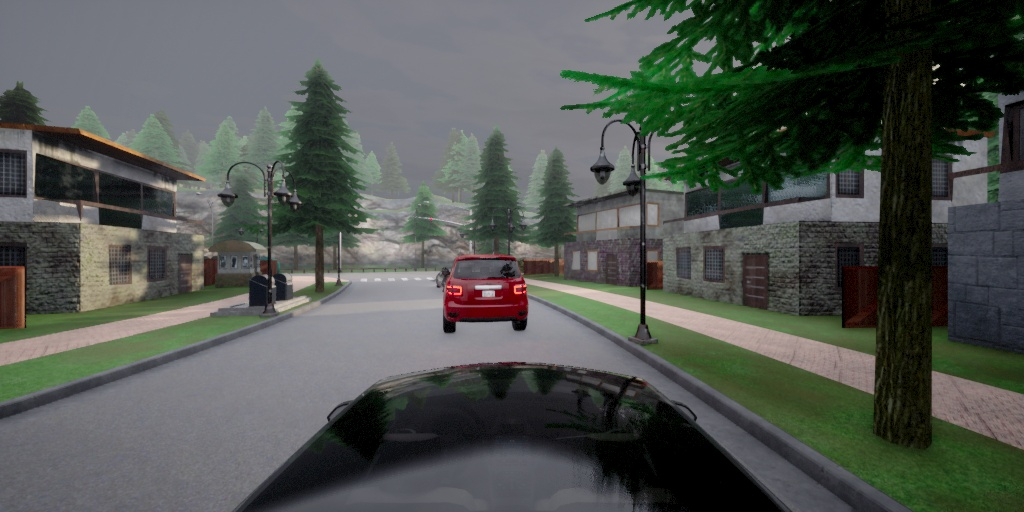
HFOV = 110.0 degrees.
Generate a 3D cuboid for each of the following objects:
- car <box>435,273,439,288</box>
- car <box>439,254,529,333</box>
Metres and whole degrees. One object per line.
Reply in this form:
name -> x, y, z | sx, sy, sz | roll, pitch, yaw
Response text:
car -> -3.359, 1.297, 21.172 | 2.033, 1.411, 5.357 | 0, 0, -18
car -> -0.947, 0.971, 10.987 | 2.150, 2.045, 5.566 | 0, 0, -9
